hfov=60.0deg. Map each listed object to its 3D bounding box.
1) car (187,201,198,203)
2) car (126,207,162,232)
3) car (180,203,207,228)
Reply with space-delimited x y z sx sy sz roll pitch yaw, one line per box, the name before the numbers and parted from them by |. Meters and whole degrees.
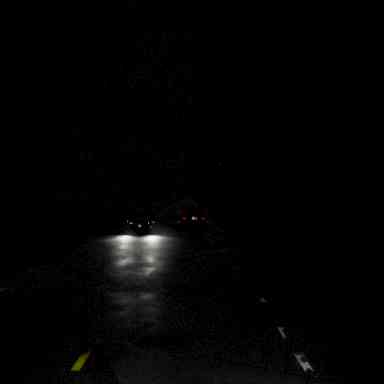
car | 0.088 1.884 41.682 1.882 1.535 5.008 0 -1 0
car | -3.005 1.737 21.533 1.837 1.490 4.892 0 -1 0
car | 0.093 1.775 24.015 2.033 1.411 5.357 0 -1 0
